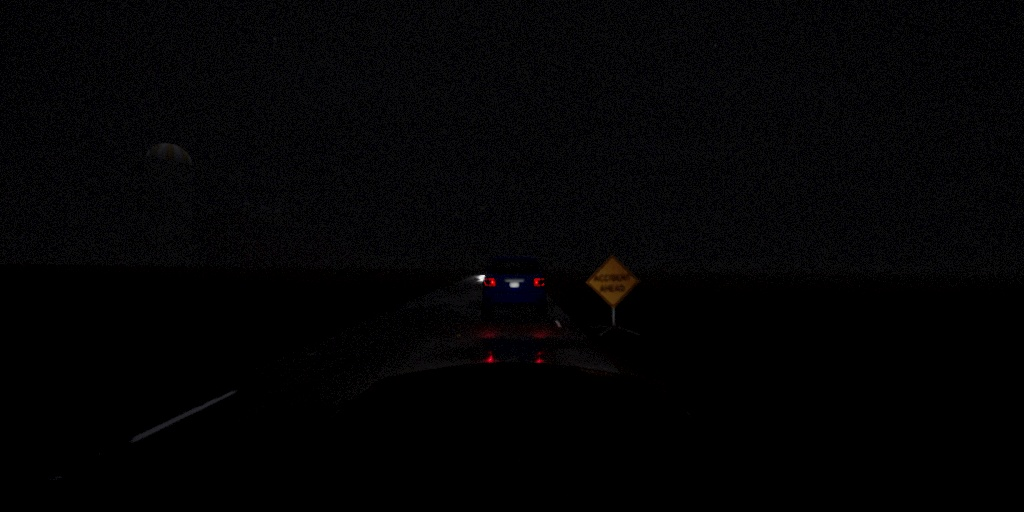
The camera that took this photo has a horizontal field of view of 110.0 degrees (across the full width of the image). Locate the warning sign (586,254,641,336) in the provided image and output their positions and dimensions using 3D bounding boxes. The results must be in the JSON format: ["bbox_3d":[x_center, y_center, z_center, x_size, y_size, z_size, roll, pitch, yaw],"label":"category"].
[{"bbox_3d":[2.452,0.890,8.645,1.300,1.860,1.060,0,0,0],"label":"warning sign"}]

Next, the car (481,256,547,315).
[{"bbox_3d":[0.089,1.013,13.874,2.150,2.045,5.566,0,0,0],"label":"car"}]
